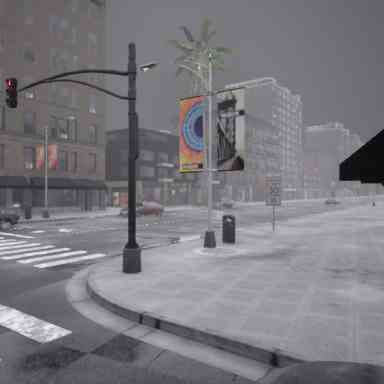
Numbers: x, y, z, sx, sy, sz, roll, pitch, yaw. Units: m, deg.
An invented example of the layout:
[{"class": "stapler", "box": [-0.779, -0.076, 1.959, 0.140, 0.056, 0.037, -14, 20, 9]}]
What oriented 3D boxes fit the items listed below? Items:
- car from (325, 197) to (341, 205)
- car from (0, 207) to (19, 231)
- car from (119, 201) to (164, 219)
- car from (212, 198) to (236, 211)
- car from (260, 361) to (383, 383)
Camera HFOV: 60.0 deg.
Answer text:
[{"class": "car", "box": [26.315, 1.710, 62.095, 1.994, 1.385, 4.181, 0, 0, 35]}, {"class": "car", "box": [-12.404, 1.511, 18.690, 1.837, 1.490, 4.892, 0, 0, 35]}, {"class": "car", "box": [-4.418, 1.556, 30.049, 1.812, 1.442, 4.674, 0, 1, 35]}, {"class": "car", "box": [3.787, 1.564, 41.684, 1.837, 1.490, 4.892, 0, -1, 35]}, {"class": "car", "box": [2.171, 1.551, 1.302, 4.403, 1.369, 2.008, 0, 0, 35]}]
